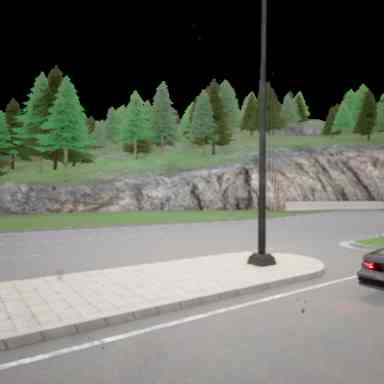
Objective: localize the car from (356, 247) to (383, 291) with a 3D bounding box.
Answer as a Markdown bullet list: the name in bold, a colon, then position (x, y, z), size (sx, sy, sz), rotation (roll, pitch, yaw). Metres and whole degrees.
- **car**: position (6.184, 1.663, 8.150), size (5.357, 1.411, 2.033), rotation (1, 0, -35)
